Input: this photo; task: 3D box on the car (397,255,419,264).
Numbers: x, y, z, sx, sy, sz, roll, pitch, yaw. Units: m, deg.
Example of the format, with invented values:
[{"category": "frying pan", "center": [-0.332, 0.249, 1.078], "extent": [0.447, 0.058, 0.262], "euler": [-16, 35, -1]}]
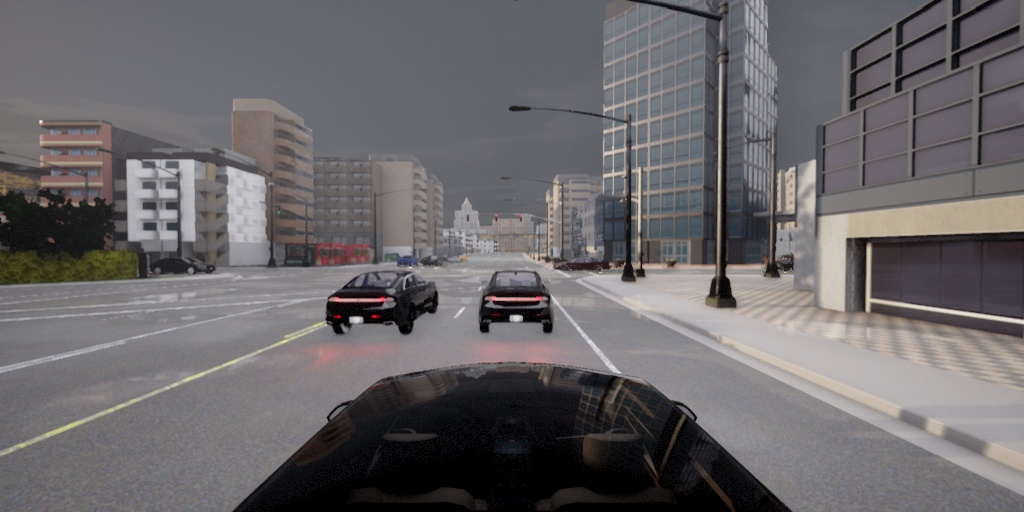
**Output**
[{"category": "car", "center": [-14.009, 0.630, 48.496], "extent": [1.882, 1.535, 5.008], "euler": [0, 0, 0]}]

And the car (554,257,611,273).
[{"category": "car", "center": [6.697, 0.834, 34.595], "extent": [5.357, 1.411, 2.033], "euler": [0, 1, -2]}]

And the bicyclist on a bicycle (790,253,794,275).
[{"category": "bicyclist on a bicycle", "center": [21.141, 0.629, 26.648], "extent": [1.656, 1.620, 0.582], "euler": [-22, 1, -26]}]

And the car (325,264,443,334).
[{"category": "car", "center": [-3.391, 1.152, 10.240], "extent": [2.128, 1.511, 4.902], "euler": [0, 1, 0]}]

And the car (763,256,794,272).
[{"category": "car", "center": [26.879, 0.768, 34.459], "extent": [4.902, 1.511, 2.128], "euler": [0, 1, 1]}]

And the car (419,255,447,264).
[{"category": "car", "center": [-10.514, 0.636, 47.942], "extent": [1.882, 1.535, 5.008], "euler": [0, 0, 0]}]

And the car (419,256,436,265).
[{"category": "car", "center": [-13.984, 0.657, 59.560], "extent": [1.994, 1.385, 4.181], "euler": [0, 0, 0]}]

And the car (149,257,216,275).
[{"category": "car", "center": [-28.714, 0.851, 31.356], "extent": [4.892, 1.490, 1.837], "euler": [0, 1, 1]}]

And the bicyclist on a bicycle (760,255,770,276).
[{"category": "bicyclist on a bicycle", "center": [19.192, 0.714, 26.930], "extent": [1.656, 1.620, 0.582], "euler": [-1, 1, -23]}]

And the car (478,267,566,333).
[{"category": "car", "center": [0.112, 1.151, 10.435], "extent": [2.128, 1.511, 4.902], "euler": [0, 1, 0]}]
